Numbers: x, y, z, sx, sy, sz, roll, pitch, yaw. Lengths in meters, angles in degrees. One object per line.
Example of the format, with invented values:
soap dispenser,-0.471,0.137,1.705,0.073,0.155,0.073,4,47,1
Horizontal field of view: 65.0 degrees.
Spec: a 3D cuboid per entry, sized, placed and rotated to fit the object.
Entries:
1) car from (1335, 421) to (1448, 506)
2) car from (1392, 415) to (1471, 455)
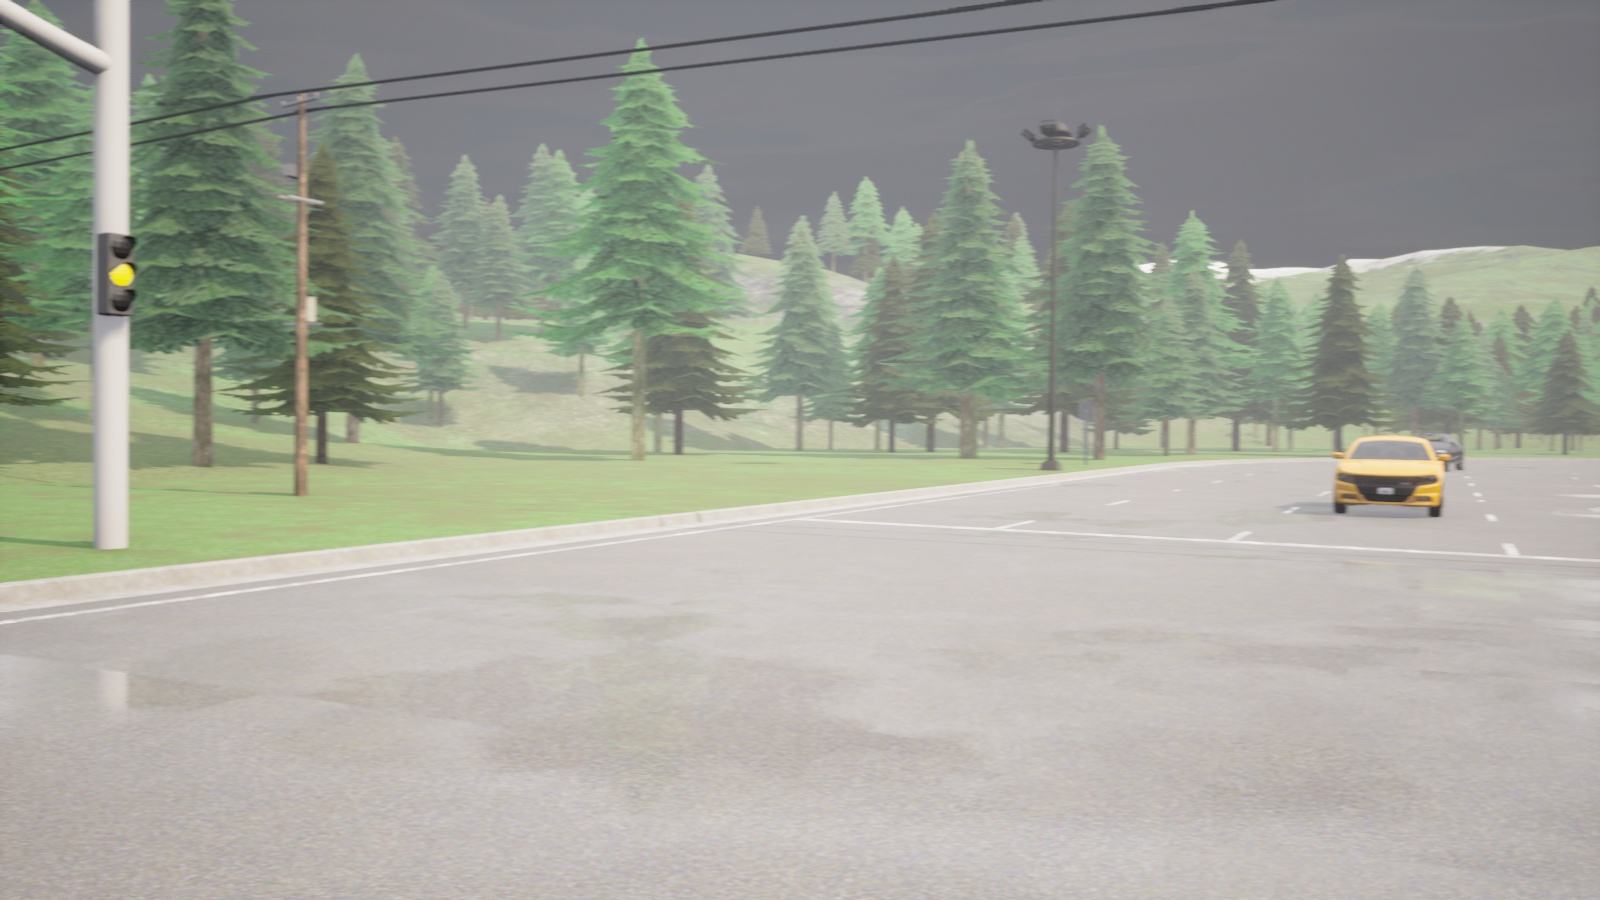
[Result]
car,11.967,0.197,25.244,1.882,1.535,5.008,0,1,27
car,26.970,-0.666,53.540,2.152,1.651,5.027,0,1,37
